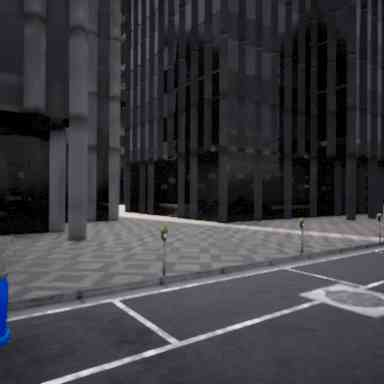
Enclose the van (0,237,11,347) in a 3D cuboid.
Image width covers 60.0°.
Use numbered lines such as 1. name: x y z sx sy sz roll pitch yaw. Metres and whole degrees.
1. van: -4.247 1.328 3.739 3.998 1.788 1.690 1 -1 -35
